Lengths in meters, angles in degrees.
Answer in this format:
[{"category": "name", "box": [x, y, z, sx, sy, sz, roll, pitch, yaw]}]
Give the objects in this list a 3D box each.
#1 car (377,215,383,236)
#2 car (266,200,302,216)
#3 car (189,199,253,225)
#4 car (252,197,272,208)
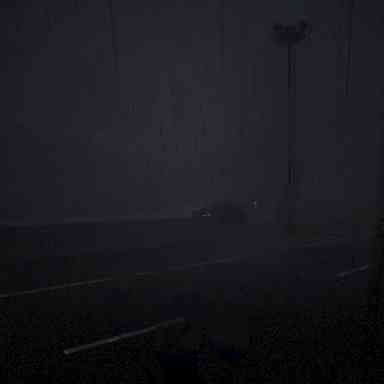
[{"category": "car", "box": [11.827, 1.611, 18.155, 5.008, 1.535, 1.882, 0, 0, -42]}, {"category": "car", "box": [10.251, 1.823, 36.106, 1.994, 1.385, 4.181, 0, -1, 44]}, {"category": "car", "box": [1.868, 1.507, 23.597, 4.553, 1.767, 2.097, 0, 0, -41]}, {"category": "car", "box": [7.783, 1.269, 38.591, 2.097, 1.767, 4.553, 0, -1, 44]}]
